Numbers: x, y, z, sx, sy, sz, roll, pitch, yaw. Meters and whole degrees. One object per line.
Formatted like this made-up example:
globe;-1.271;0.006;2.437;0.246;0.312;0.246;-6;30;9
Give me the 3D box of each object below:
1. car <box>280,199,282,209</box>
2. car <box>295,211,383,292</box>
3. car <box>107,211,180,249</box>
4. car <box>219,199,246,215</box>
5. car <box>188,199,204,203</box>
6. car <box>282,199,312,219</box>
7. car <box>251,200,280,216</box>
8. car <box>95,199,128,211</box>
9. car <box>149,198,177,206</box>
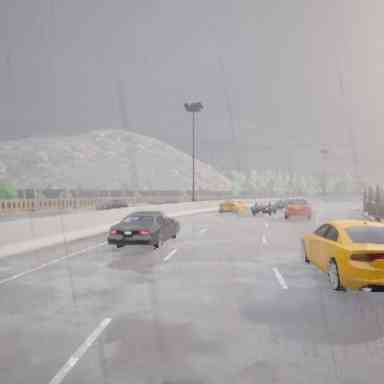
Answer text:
car;11.946;1.635;42.917;1.994;1.385;4.181;0;0;29
car;4.307;1.493;8.901;1.882;1.535;5.008;0;0;6
car;-1.922;1.572;14.780;2.033;1.411;5.357;0;0;10
car;4.432;1.537;35.621;1.882;1.535;5.008;0;-1;23
car;0.614;1.637;44.371;1.994;1.385;4.181;0;0;27
car;9.514;1.400;29.595;2.097;1.767;4.553;0;0;20
car;7.399;1.657;33.727;1.895;1.301;4.718;0;0;23
car;-9.398;1.569;39.303;1.837;1.490;4.892;0;0;22
car;-3.688;1.549;43.608;1.882;1.535;5.008;0;0;26
